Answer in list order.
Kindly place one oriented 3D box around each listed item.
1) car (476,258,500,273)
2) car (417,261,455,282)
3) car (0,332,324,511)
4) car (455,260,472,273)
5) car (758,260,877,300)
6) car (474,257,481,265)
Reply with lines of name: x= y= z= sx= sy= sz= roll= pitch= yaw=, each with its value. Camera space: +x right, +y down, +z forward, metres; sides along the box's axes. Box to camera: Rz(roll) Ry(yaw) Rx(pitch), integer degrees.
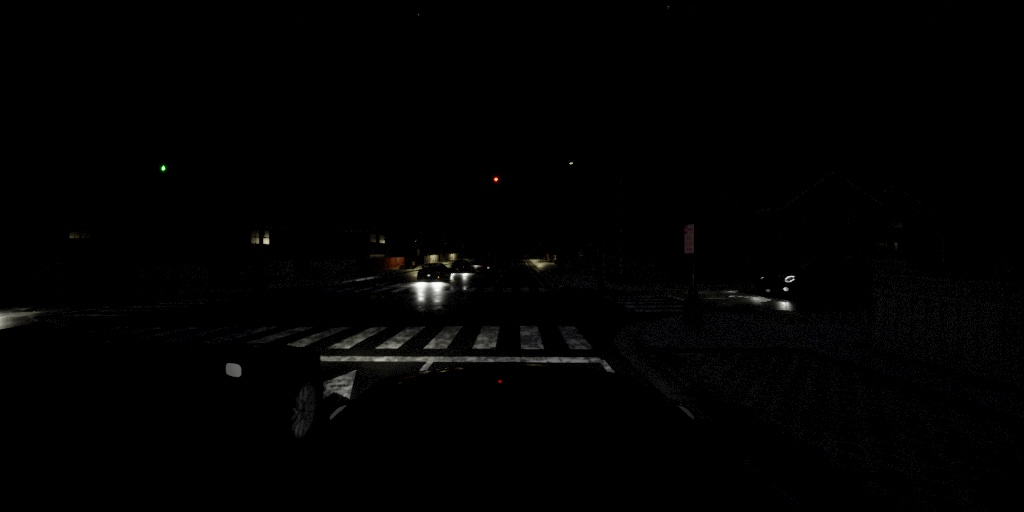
car: x=-2.477 y=1.192 z=40.123 sx=1.994 sy=1.385 sz=4.181 roll=0 pitch=0 yaw=1
car: x=-6.126 y=1.250 z=28.503 sx=1.994 sy=1.385 sz=4.181 roll=0 pitch=0 yaw=1
car: x=-3.152 y=1.227 z=2.210 sx=1.882 sy=1.535 sz=5.008 roll=0 pitch=0 yaw=1
car: x=-5.906 y=1.143 z=41.230 sx=1.812 sy=1.442 sz=4.674 roll=0 pitch=1 yaw=1
car: x=13.931 y=0.985 z=16.374 sx=4.553 sy=1.767 sz=2.097 roll=0 pitch=0 yaw=-1
car: x=-5.438 y=0.838 z=62.421 sx=2.033 sy=1.411 sz=5.357 roll=0 pitch=1 yaw=1
